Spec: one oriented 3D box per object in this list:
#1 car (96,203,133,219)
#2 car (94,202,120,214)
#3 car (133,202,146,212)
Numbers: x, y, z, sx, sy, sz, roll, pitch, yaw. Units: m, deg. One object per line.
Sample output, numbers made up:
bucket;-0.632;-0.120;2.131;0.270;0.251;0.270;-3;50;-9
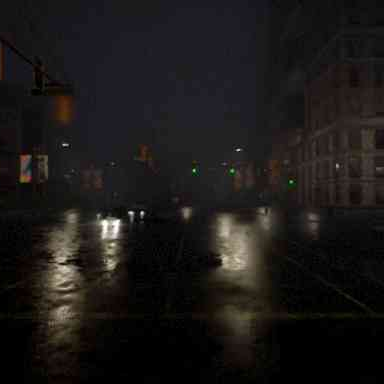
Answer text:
car;-7.923;1.958;34.537;2.128;1.511;4.902;0;-1;0
car;-11.484;2.158;45.336;2.033;1.411;5.357;0;-1;0
car;-7.950;2.192;49.721;1.812;1.442;4.674;0;-1;0
